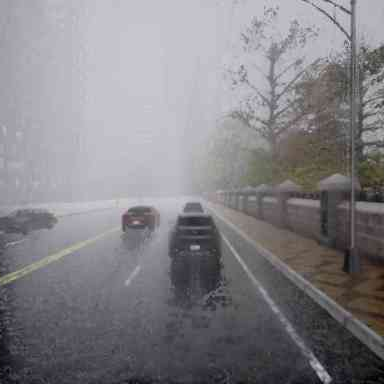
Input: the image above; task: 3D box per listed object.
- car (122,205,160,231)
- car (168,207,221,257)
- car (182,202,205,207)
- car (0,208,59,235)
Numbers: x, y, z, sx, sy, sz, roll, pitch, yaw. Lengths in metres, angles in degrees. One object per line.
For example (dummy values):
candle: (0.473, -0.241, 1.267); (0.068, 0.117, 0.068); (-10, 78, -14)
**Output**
car: (-3.147, 1.586, 21.241); (1.882, 1.535, 5.008); (0, 0, 0)
car: (0.104, 1.575, 13.329); (1.837, 1.490, 4.892); (0, 0, 0)
car: (0.105, 1.666, 31.276); (1.837, 1.490, 4.892); (0, 0, 0)
car: (-9.746, 1.692, 19.751); (2.033, 1.411, 5.357); (0, 0, 0)
